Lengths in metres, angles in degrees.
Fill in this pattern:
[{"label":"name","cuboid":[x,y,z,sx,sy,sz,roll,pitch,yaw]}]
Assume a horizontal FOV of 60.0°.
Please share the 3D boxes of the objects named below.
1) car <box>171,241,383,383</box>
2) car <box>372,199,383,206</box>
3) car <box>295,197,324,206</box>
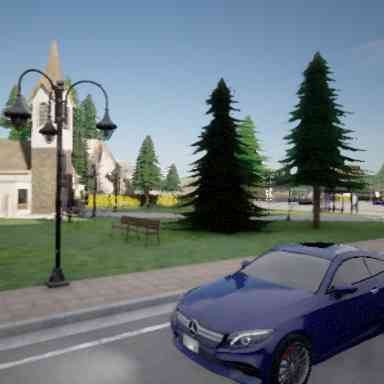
[{"label":"car","cuboid":[1.889,1.580,5.317,4.674,1.442,1.812,1,-1,-35]},{"label":"car","cuboid":[41.429,2.258,72.710,1.845,1.501,3.633,1,0,-35]},{"label":"car","cuboid":[24.796,2.088,70.283,2.007,1.523,4.514,1,0,-35]}]
